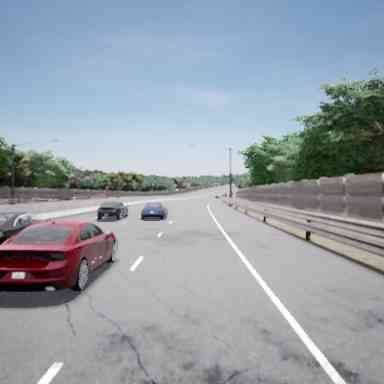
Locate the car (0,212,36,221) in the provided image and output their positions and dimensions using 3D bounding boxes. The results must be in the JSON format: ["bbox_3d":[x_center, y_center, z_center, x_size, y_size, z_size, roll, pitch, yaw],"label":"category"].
[{"bbox_3d":[-6.886,1.517,12.949,2.128,1.511,4.902,0,0,0],"label":"car"}]

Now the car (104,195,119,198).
[{"bbox_3d":[-15.943,1.734,69.084,2.033,1.411,5.357,0,0,3],"label":"car"}]

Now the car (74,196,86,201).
[{"bbox_3d":[-22.932,1.684,69.475,1.837,1.490,4.892,0,0,3],"label":"car"}]

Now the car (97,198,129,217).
[{"bbox_3d":[-6.714,1.554,28.633,1.837,1.490,4.892,0,0,1],"label":"car"}]

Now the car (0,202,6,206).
[{"bbox_3d":[-17.415,1.534,28.166,2.128,1.511,4.902,0,0,1],"label":"car"}]

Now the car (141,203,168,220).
[{"bbox_3d":[-3.205,1.616,29.056,1.994,1.385,4.181,0,0,1],"label":"car"}]

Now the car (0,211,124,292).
[{"bbox_3d":[-3.403,1.497,9.018,1.882,1.535,5.008,0,0,0],"label":"car"}]

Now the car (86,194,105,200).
[{"bbox_3d":[-19.439,1.414,69.252,2.150,2.045,5.566,0,0,3],"label":"car"}]
